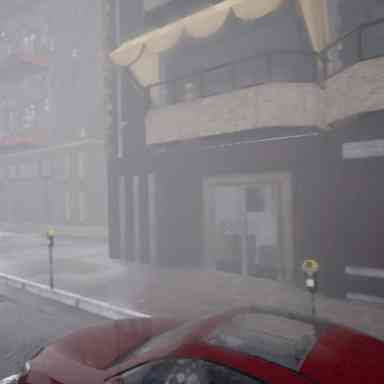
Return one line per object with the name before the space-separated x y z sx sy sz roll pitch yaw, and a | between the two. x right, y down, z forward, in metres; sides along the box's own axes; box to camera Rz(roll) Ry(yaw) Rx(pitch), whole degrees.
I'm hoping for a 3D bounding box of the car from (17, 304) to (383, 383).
car | 0.357 1.582 2.491 4.206 1.307 1.802 0 -2 36
